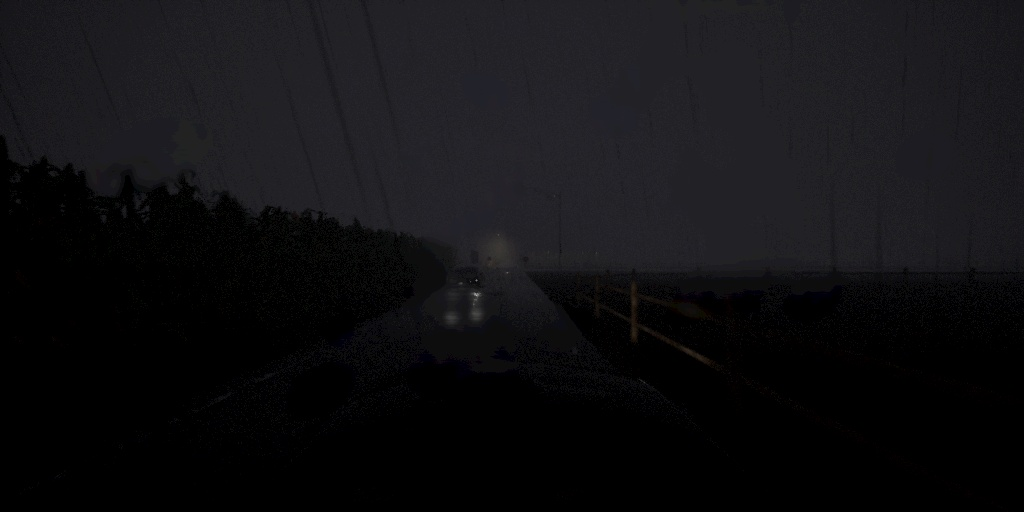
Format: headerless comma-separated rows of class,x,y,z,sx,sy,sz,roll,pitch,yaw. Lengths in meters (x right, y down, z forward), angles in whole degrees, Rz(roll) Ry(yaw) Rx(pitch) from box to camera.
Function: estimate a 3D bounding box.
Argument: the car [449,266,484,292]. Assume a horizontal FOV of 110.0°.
car,-2.853,1.418,23.152,1.837,1.490,4.892,0,0,0
